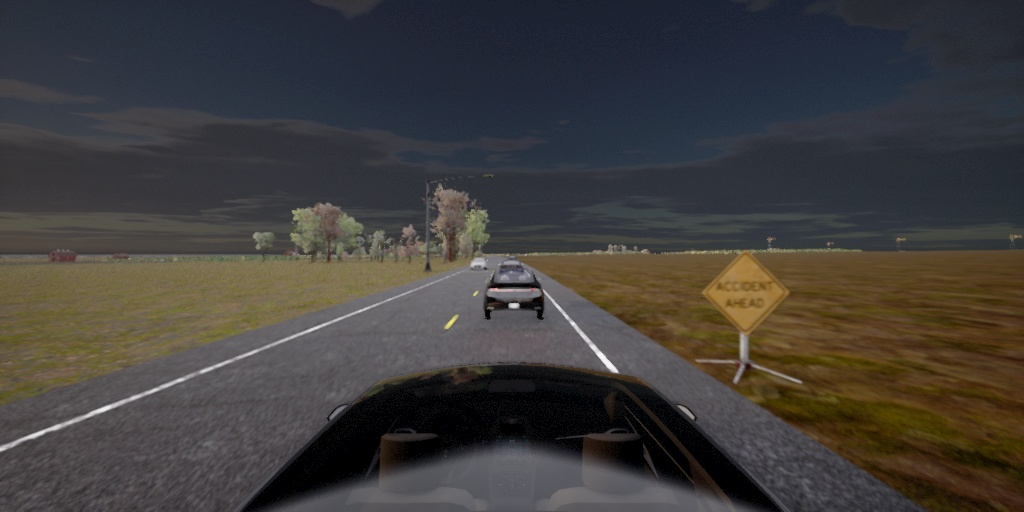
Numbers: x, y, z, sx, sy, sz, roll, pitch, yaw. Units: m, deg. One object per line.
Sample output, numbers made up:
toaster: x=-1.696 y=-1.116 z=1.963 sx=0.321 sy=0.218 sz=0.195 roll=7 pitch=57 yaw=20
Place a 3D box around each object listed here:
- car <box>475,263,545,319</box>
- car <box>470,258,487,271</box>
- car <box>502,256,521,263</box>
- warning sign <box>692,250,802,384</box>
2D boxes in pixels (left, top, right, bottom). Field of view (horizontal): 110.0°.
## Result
car: x=0.058 y=1.154 z=12.427 sx=2.128 sy=1.511 sz=4.902 roll=0 pitch=0 yaw=0
car: x=-3.897 y=0.955 z=42.677 sx=1.812 sy=1.442 sz=4.674 roll=0 pitch=0 yaw=-1
car: x=-0.055 y=1.006 z=29.272 sx=1.882 sy=1.535 sz=5.008 roll=0 pitch=0 yaw=0
warning sign: x=3.548 y=0.834 z=5.476 sx=1.300 sy=1.860 sz=1.060 roll=0 pitch=0 yaw=0
